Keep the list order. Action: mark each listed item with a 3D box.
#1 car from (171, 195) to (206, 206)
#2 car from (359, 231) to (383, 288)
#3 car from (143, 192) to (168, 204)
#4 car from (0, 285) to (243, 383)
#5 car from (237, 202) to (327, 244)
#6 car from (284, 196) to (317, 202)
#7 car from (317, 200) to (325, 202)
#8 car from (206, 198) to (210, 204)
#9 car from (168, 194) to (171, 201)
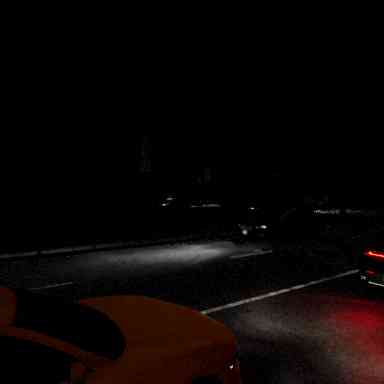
[{"bbox_3d":[-0.589,1.300,50.959,1.837,1.490,4.892,-1,0,-39],"label":"car"},{"bbox_3d":[5.900,1.468,7.959,4.892,1.490,1.837,0,0,-35],"label":"car"},{"bbox_3d":[-7.115,1.022,59.149,2.150,2.045,5.566,-1,0,-38],"label":"car"},{"bbox_3d":[-1.813,1.478,2.437,5.008,1.535,1.882,0,0,-36],"label":"car"},{"bbox_3d":[4.247,1.431,15.629,4.902,1.511,2.128,-1,0,-36],"label":"car"},{"bbox_3d":[10.978,1.350,36.549,1.994,1.385,4.181,-1,0,-39],"label":"car"},{"bbox_3d":[13.387,1.234,39.136,1.882,1.535,5.008,-1,0,-39],"label":"car"},{"bbox_3d":[0.924,1.257,54.672,2.128,1.511,4.902,-1,0,-39],"label":"car"},{"bbox_3d":[-6.104,1.239,74.804,2.128,1.511,4.902,-1,0,-38],"label":"car"}]
